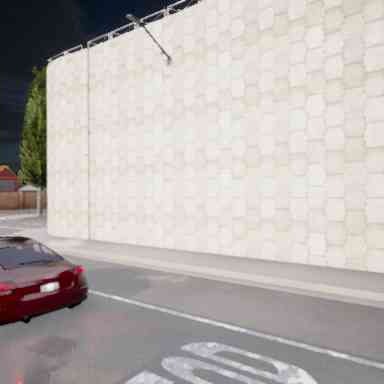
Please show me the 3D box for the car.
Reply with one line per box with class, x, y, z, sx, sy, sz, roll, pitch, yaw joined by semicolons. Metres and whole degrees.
car;-4.086;1.631;6.905;4.181;1.385;1.994;-1;0;35
